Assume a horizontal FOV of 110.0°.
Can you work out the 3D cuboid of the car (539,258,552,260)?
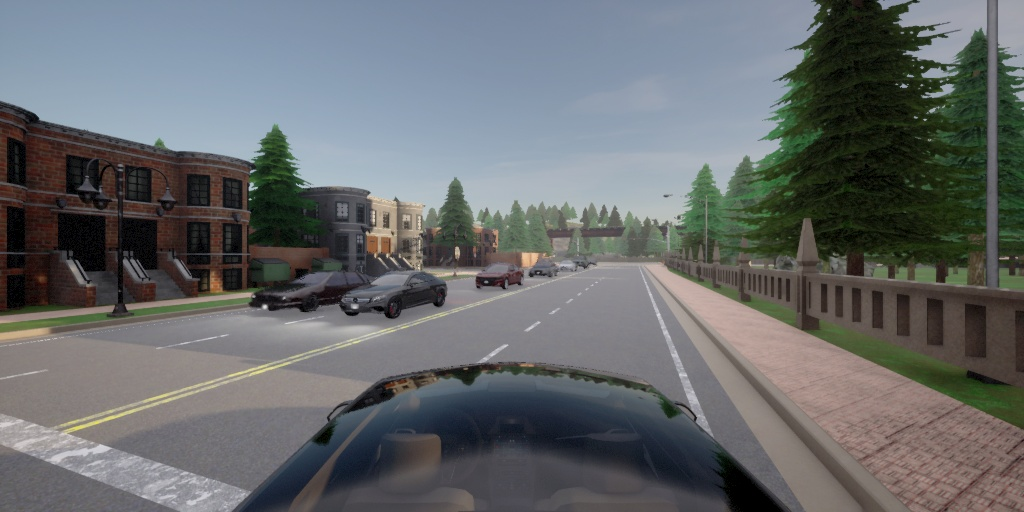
[{"bbox_3d":[4.427,1.102,48.658,2.097,1.767,4.553,0,0,19],"label":"car"}]

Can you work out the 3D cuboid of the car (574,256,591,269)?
[{"bbox_3d":[10.470,0.971,55.471,2.150,2.045,5.566,0,0,19],"label":"car"}]

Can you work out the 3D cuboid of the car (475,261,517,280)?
[{"bbox_3d":[-1.303,1.242,31.946,2.128,1.511,4.902,0,0,19],"label":"car"}]

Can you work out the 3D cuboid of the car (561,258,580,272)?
[{"bbox_3d":[6.928,1.276,45.160,1.812,1.442,4.674,0,0,19],"label":"car"}]

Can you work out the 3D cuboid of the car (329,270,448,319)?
[{"bbox_3d":[-4.044,1.276,13.144,1.812,1.442,4.674,0,0,19],"label":"car"}]

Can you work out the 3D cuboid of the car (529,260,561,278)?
[{"bbox_3d":[2.945,1.314,33.546,1.994,1.385,4.181,0,0,19],"label":"car"}]

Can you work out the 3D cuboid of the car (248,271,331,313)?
[{"bbox_3d":[-7.322,1.297,14.381,2.033,1.411,5.357,0,0,19],"label":"car"}]

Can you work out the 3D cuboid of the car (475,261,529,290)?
[{"bbox_3d":[-0.678,1.228,22.971,1.882,1.535,5.008,0,0,19],"label":"car"}]
